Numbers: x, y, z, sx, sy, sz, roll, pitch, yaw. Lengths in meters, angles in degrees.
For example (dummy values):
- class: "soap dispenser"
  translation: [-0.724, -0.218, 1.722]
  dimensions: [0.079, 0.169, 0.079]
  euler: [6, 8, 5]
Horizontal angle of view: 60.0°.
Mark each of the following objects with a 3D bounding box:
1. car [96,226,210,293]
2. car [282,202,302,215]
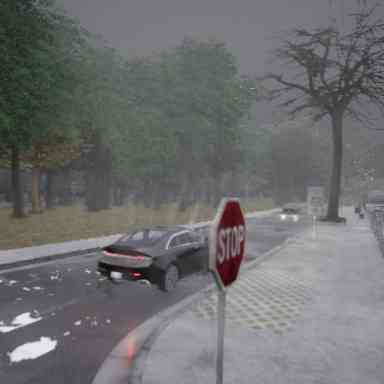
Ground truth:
- class: "car"
  translation: [-0.684, 1.780, 9.935]
  dimensions: [2.128, 1.511, 4.902]
  euler: [2, -1, 26]
- class: "car"
  translation: [13.454, 2.119, 44.567]
  dimensions: [1.882, 1.535, 5.008]
  euler: [2, 0, 26]
